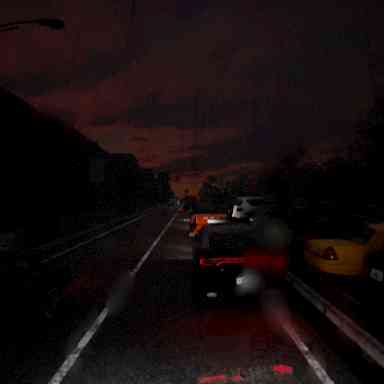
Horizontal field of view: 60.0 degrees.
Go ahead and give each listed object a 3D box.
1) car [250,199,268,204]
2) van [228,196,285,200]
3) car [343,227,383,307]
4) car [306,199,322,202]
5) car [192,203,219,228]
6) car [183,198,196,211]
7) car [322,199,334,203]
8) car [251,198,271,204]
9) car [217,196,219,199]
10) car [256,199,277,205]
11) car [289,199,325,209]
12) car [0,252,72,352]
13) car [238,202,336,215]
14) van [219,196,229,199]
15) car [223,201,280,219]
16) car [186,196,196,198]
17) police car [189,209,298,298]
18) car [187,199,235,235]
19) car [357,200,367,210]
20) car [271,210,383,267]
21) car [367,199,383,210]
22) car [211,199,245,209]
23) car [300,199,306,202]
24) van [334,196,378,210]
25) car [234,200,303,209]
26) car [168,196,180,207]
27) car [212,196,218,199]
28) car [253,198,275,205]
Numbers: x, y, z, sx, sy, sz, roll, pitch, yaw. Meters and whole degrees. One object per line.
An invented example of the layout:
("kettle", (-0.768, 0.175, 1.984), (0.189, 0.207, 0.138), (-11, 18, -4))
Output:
("car", (18.407, 2.575, 91.784), (4.674, 1.452, 2.002), (0, -1, 0))
("van", (5.630, 1.413, 28.390), (4.442, 1.987, 1.878), (0, 0, 0))
("car", (5.647, 1.528, 5.965), (4.792, 1.488, 2.163), (0, 0, 0))
("car", (18.532, 1.821, 45.252), (4.674, 1.452, 2.002), (0, -1, 0))
("car", (0.898, 1.649, 24.704), (1.837, 1.490, 4.892), (0, 0, 0))
("car", (-0.114, 1.866, 44.751), (1.994, 1.385, 4.181), (0, -1, 1))
("car", (18.517, 1.601, 39.685), (4.553, 1.767, 2.185), (0, 0, 0))
("car", (18.413, 2.480, 88.509), (4.892, 1.521, 2.231), (0, -1, 0))
("car", (5.447, 1.576, 36.799), (4.553, 1.767, 2.185), (0, 0, 0))
("car", (18.432, 2.410, 82.087), (4.674, 1.452, 2.002), (0, -1, 0))
("car", (18.502, 1.888, 53.606), (5.008, 1.535, 2.097), (0, -1, 0))
("car", (-3.360, 1.622, 4.536), (1.895, 1.301, 4.718), (0, 0, 0))
("car", (5.548, 1.577, 19.973), (4.892, 1.521, 2.231), (0, 0, 0))
("van", (5.373, 1.455, 33.995), (4.442, 1.987, 1.878), (0, 0, 0))
("car", (5.495, 1.661, 31.190), (4.892, 1.521, 2.231), (0, 0, 0))
("car", (-0.192, 1.758, 60.213), (2.150, 2.045, 5.566), (0, -1, 0))
("police car", (0.951, 1.467, 8.785), (1.930, 1.638, 5.238), (0, 0, 0))
("car", (0.918, 1.451, 18.665), (2.097, 1.767, 4.553), (0, 0, 0))
("car", (18.578, 1.701, 31.331), (4.674, 1.452, 2.002), (0, 0, 0))
("car", (5.586, 1.523, 11.568), (5.008, 1.535, 2.097), (0, 0, 0))
("car", (18.407, 1.637, 28.546), (5.366, 1.575, 1.946), (0, 0, 0))
("car", (5.429, 1.851, 50.808), (4.892, 1.521, 2.231), (0, -1, 0))
("car", (18.527, 1.813, 48.039), (5.008, 1.535, 2.097), (0, -1, 0))
("van", (18.674, 1.476, 36.906), (4.442, 1.987, 1.878), (0, -1, 0))
("car", (5.521, 1.617, 25.584), (5.008, 1.535, 2.097), (0, 0, 0))
("car", (-3.464, 1.857, 65.897), (2.150, 2.045, 5.566), (0, -1, 0))
("car", (5.497, 1.475, 39.601), (5.566, 2.045, 2.435), (0, -1, 0))
("car", (18.432, 2.423, 85.236), (5.008, 1.535, 2.097), (0, -1, 0))
